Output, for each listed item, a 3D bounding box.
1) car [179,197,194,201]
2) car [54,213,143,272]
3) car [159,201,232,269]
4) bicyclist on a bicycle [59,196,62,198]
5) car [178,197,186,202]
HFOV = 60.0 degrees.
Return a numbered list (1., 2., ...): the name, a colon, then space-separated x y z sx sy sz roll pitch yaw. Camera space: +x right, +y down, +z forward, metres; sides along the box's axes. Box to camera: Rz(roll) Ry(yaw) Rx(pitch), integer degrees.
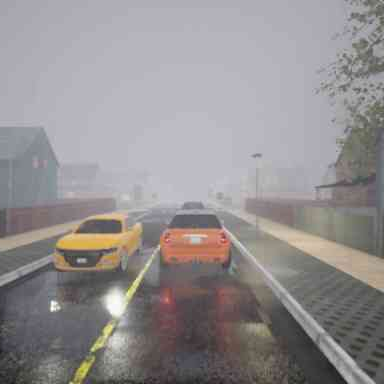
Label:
1. car: 0.102 1.425 24.632 2.097 1.767 4.553 0 0 0
2. car: -2.845 1.499 11.066 1.882 1.535 5.008 0 0 0
3. car: 0.100 1.377 11.436 2.097 1.767 4.553 0 0 0
4. bicyclist on a bicycle: -20.142 1.380 50.982 0.582 1.620 1.656 0 0 0
5. car: -2.729 2.018 92.154 2.128 1.511 4.902 0 -1 0
